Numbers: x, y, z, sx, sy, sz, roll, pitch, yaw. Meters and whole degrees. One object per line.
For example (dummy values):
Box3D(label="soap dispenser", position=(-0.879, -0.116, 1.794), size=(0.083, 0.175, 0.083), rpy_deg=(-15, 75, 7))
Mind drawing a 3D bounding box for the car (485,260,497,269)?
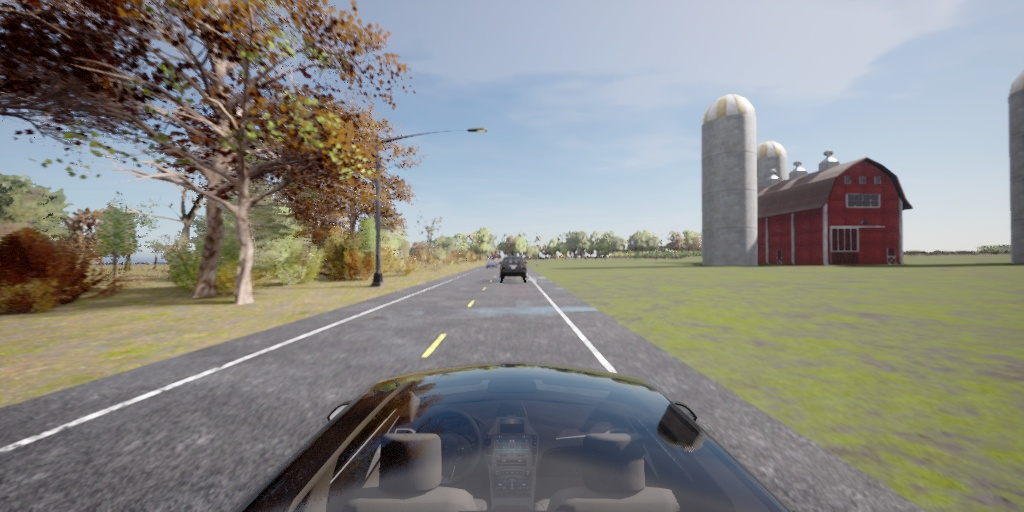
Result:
Box3D(label="car", position=(-3.492, 1.469, 61.550), size=(2.033, 1.411, 5.357), rpy_deg=(0, 0, 0))

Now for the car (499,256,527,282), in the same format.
Box3D(label="car", position=(0.106, 1.056, 30.653), size=(2.150, 2.045, 5.566), rpy_deg=(0, -1, 0))
